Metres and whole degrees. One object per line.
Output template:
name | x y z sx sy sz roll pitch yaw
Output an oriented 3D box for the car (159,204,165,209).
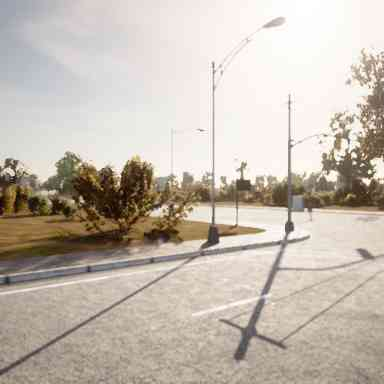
car | -5.799 1.518 44.600 2.033 1.411 5.357 0 0 -39
